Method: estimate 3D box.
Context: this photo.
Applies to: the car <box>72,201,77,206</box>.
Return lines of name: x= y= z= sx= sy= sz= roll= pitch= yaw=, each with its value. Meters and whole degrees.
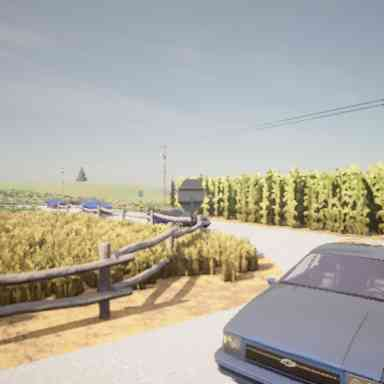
car: x=-14.483 y=1.598 z=45.647 sx=1.812 sy=1.442 sz=4.674 roll=0 pitch=0 yaw=-35

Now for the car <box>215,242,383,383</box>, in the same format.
car: x=2.579 y=1.572 z=5.196 sx=2.033 sy=1.411 sz=5.357 roll=0 pitch=0 yaw=40

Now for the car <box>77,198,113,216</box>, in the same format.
car: x=-9.360 y=1.533 z=32.628 sx=1.882 sy=1.535 sz=5.008 roll=0 pitch=0 yaw=-35

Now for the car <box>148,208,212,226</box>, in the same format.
car: x=-0.851 y=1.656 z=20.594 sx=1.895 sy=1.301 sz=4.718 roll=0 pitch=0 yaw=-35

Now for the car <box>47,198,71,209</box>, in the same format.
car: x=-18.590 y=1.533 z=45.800 sx=1.882 sy=1.535 sz=5.008 roll=0 pitch=-1 yaw=-35
